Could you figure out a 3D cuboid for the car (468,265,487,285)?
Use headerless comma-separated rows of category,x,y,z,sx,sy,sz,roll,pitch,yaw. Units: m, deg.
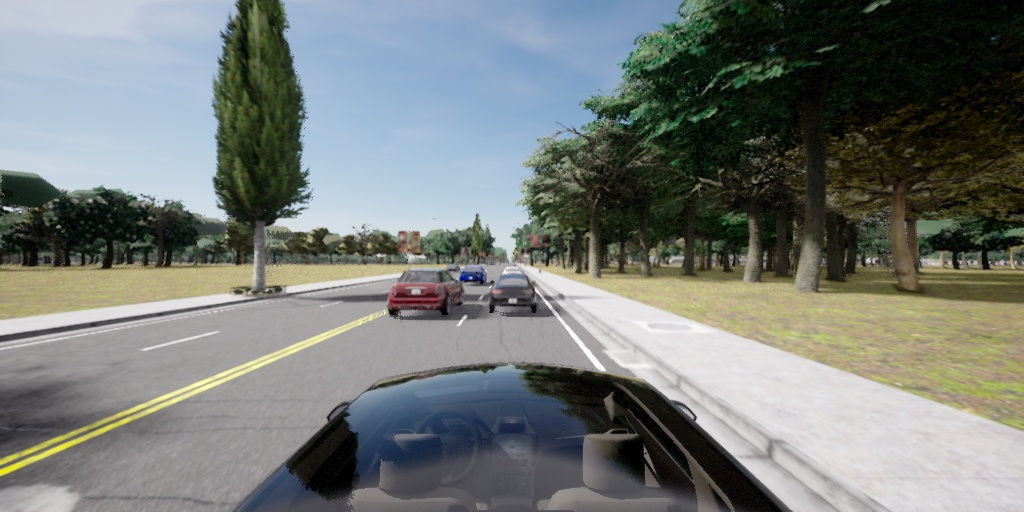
car,-3.204,1.584,30.488,1.882,1.535,5.008,0,0,0

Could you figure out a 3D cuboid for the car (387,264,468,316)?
car,-3.209,1.251,14.186,2.097,1.767,4.553,0,-1,0

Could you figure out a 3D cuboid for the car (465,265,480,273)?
car,-6.567,2.100,59.442,1.895,1.301,4.718,0,-1,1

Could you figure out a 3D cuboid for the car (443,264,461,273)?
car,-9.812,2.047,59.447,2.033,1.411,5.357,0,-1,1

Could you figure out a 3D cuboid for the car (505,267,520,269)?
car,0.043,1.625,29.914,1.812,1.442,4.674,0,0,0

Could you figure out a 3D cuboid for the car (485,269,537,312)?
car,0.046,1.434,14.946,1.812,1.442,4.674,0,0,0
